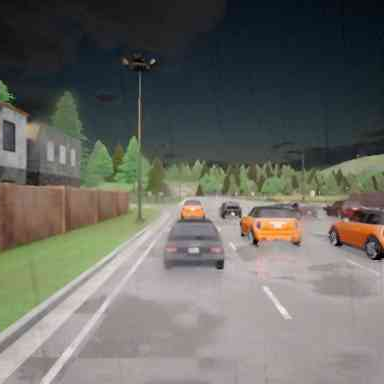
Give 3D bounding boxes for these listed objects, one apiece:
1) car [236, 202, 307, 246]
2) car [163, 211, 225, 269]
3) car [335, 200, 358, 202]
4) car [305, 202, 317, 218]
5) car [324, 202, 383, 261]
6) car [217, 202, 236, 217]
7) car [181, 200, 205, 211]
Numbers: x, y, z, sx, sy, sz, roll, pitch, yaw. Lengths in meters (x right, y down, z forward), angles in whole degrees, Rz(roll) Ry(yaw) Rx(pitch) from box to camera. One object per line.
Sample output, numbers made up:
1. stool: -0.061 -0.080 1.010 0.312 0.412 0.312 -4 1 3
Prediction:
1. car: 3.584 1.445 15.948 2.097 1.767 4.553 0 0 0
2. car: 0.066 1.614 11.357 2.033 1.411 5.357 0 0 0
3. car: 14.081 1.532 30.969 2.097 1.767 4.553 0 0 0
4. car: 10.585 1.713 32.256 1.812 1.442 4.674 0 0 0
5. car: 7.073 1.426 12.777 2.097 1.767 4.553 0 0 0
6. car: 3.583 1.688 31.553 1.837 1.490 4.892 0 0 0
7. car: 0.081 1.533 30.968 2.097 1.767 4.553 0 0 0
